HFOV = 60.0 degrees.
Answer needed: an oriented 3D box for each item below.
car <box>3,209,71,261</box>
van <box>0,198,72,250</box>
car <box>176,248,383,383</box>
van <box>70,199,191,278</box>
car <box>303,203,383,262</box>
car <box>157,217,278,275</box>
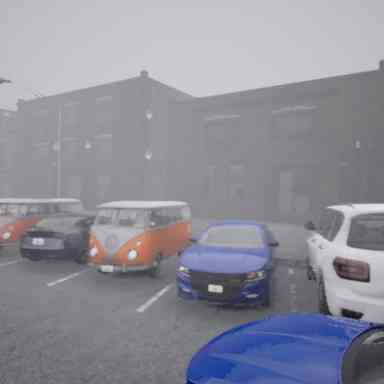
[{"bbox_3d":[-3.813,1.504,11.848,2.163,1.488,4.792,0,-1,15],"label":"car"},{"bbox_3d":[-6.300,1.244,13.451,1.878,1.987,4.442,1,-1,15],"label":"van"},{"bbox_3d":[2.207,1.479,1.804,5.008,1.535,1.882,0,0,36],"label":"car"},{"bbox_3d":[-1.389,1.250,9.961,1.878,1.987,4.442,1,-1,15],"label":"van"},{"bbox_3d":[3.537,1.232,6.610,2.435,2.045,5.566,0,-1,15],"label":"car"},{"bbox_3d":[1.087,1.480,8.328,2.097,1.535,5.008,1,-1,16],"label":"car"}]
